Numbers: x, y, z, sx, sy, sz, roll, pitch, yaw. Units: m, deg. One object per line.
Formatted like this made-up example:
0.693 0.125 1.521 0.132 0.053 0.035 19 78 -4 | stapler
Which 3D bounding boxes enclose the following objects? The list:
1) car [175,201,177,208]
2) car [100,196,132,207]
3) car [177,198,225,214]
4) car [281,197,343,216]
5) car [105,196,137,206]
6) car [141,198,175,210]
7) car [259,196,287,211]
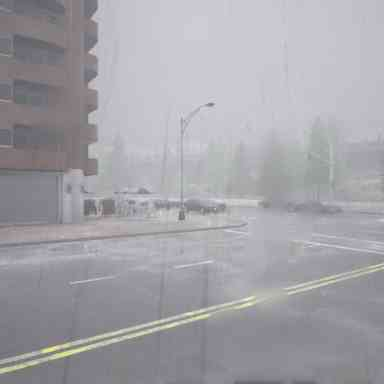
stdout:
-3.593 1.545 46.244 1.895 1.301 4.718 0 0 -40 | car
-11.456 1.436 49.107 4.902 1.511 2.128 0 0 34 | car
0.867 1.449 34.312 1.837 1.490 4.892 0 0 -35 | car
11.531 1.491 31.712 2.033 1.411 5.357 0 0 -35 | car
-11.330 1.436 53.187 4.902 1.511 2.128 0 0 29 | car
-4.506 1.545 41.831 1.895 1.301 4.718 0 0 -37 | car
10.135 1.296 39.783 2.097 1.767 4.553 0 0 -35 | car
